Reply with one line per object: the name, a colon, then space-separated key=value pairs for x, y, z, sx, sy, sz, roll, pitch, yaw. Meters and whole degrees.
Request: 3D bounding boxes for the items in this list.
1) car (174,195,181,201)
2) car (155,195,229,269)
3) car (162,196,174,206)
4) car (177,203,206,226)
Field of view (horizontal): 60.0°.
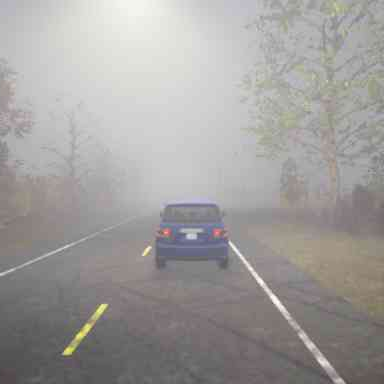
car: x=-3.935 y=1.605 z=91.606 sx=1.882 sy=1.535 sz=5.008 roll=0 pitch=0 yaw=0
car: x=0.025 y=1.264 z=11.496 sx=2.150 sy=2.045 sz=5.566 roll=0 pitch=0 yaw=1
car: x=-4.260 y=1.536 z=58.505 sx=2.097 sy=1.767 sz=4.553 roll=0 pitch=0 yaw=-4
car: x=-0.033 y=1.639 z=25.497 sx=2.033 sy=1.411 sz=5.357 roll=0 pitch=0 yaw=0
